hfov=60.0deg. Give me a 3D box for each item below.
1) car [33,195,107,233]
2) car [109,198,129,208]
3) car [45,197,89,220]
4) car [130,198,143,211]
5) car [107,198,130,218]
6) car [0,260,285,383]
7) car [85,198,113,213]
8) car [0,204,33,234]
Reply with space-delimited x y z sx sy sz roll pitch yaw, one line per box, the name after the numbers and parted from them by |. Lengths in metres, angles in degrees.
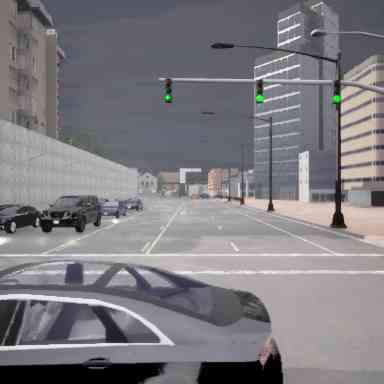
-7.111 1.221 20.178 2.150 2.045 5.566 0 0 0 | car
-10.592 1.601 48.491 1.895 1.301 4.718 0 0 0 | car
-10.621 1.352 28.613 2.097 1.767 4.553 0 0 0 | car
-7.121 1.492 40.161 2.128 1.511 4.902 0 0 0 | car
-7.121 1.526 29.819 1.812 1.442 4.674 0 0 0 | car
-1.616 1.494 3.255 4.902 1.511 2.128 0 0 0 | car
-10.623 1.505 38.431 1.837 1.490 4.892 0 0 0 | car
-10.615 1.505 19.545 1.837 1.490 4.892 0 0 0 | car
